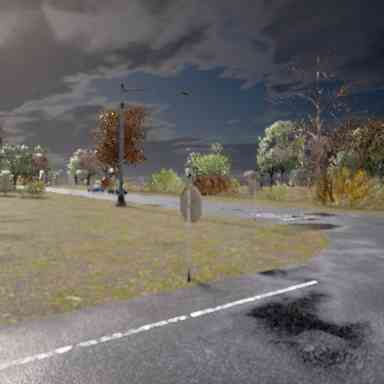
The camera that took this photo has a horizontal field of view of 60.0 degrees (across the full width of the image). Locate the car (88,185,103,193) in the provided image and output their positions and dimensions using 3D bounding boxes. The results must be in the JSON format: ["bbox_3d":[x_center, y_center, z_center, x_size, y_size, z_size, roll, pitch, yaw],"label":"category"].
[{"bbox_3d":[-17.339,-0.627,60.046,1.812,1.442,4.674,0,2,-36],"label":"car"}]

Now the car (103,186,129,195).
[{"bbox_3d":[-11.776,-0.244,52.273,1.895,1.301,4.718,0,2,-36],"label":"car"}]
